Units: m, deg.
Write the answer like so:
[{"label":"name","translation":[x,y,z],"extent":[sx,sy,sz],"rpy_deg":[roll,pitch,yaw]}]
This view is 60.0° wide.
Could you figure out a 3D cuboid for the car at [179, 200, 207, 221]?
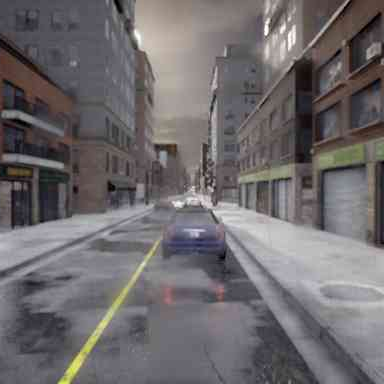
[{"label":"car","translation":[0.079,1.448,27.791],"extent":[2.128,1.511,4.902],"rpy_deg":[0,0,0]}]

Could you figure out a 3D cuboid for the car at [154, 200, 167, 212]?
[{"label":"car","translation":[-3.090,1.539,37.197],"extent":[1.895,1.301,4.718],"rpy_deg":[0,0,0]}]

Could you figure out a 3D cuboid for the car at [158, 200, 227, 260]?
[{"label":"car","translation":[0.080,1.336,12.498],"extent":[2.097,1.767,4.553],"rpy_deg":[0,0,0]}]
